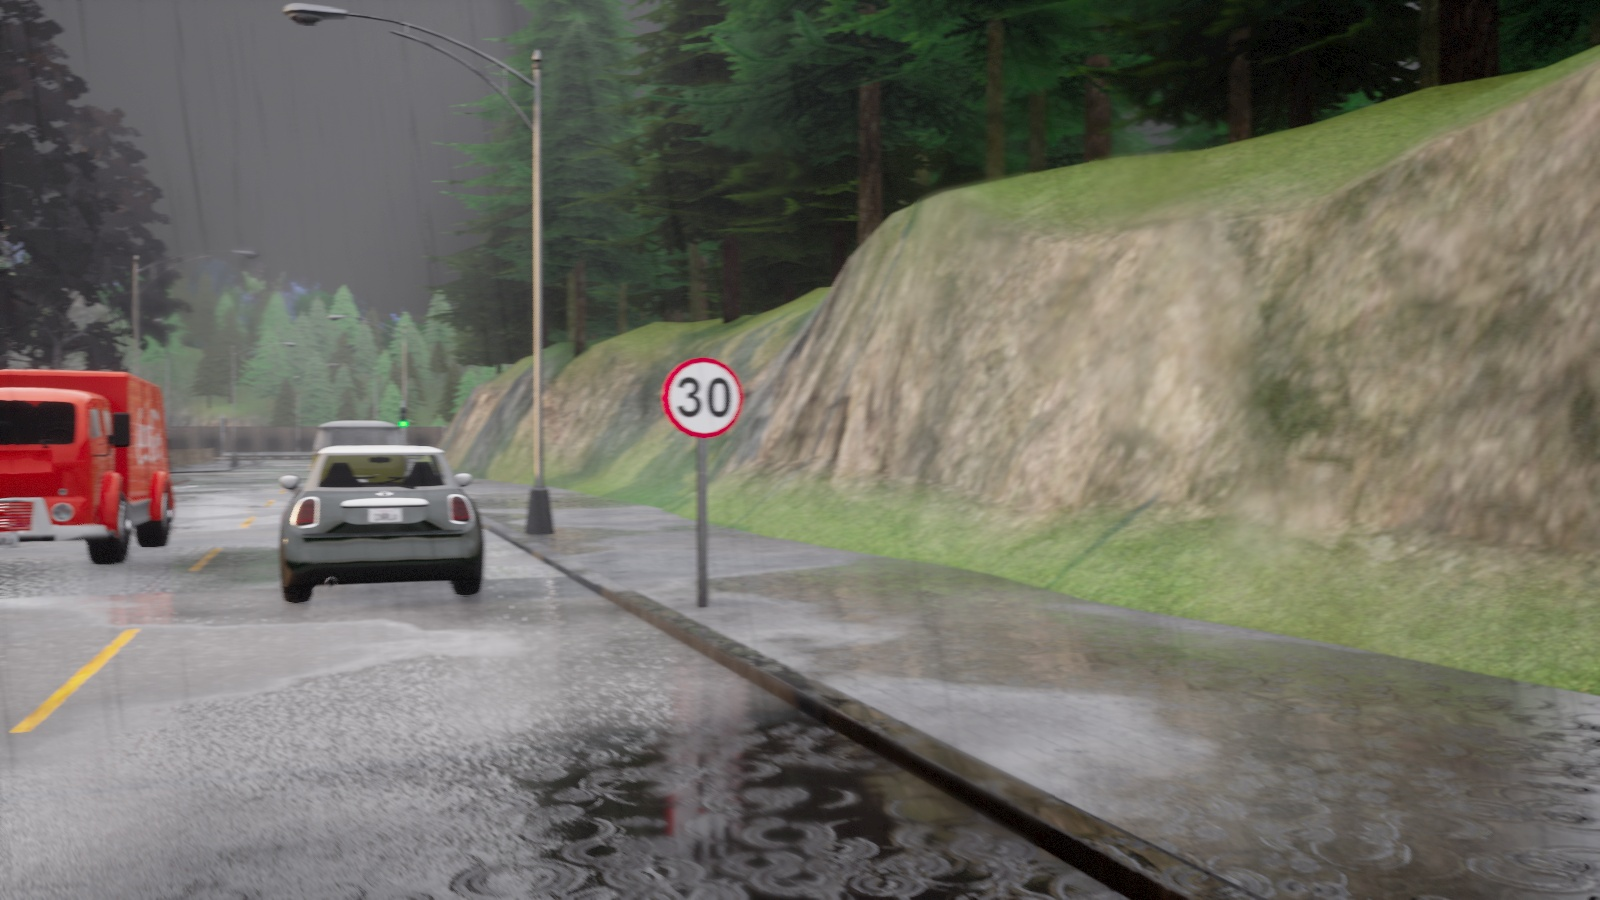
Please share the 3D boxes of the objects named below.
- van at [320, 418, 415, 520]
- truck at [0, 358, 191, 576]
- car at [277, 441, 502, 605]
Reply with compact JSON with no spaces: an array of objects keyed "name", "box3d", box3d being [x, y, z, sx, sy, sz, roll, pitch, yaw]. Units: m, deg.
[{"name":"van","box3d":[-9.274,0.362,26.872,1.775,1.987,4.442,0,0,-20]},{"name":"truck","box3d":[-9.858,0.183,16.706,2.627,2.467,5.204,0,0,-20]},{"name":"car","box3d":[-4.409,0.643,13.397,1.970,1.475,3.806,0,0,-20]}]
